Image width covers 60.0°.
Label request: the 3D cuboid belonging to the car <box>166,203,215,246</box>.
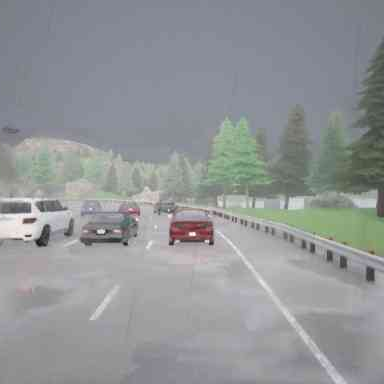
[{"bbox_3d":[-0.093,1.482,15.367,1.882,1.535,5.008,0,0,-3],"label":"car"}]

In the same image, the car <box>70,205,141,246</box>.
[{"bbox_3d":[-3.590,1.560,15.207,2.033,1.411,5.357,0,0,-3],"label":"car"}]

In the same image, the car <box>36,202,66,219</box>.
[{"bbox_3d":[-12.931,1.614,30.778,1.895,1.301,4.718,0,0,-14],"label":"car"}]

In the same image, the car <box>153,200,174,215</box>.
[{"bbox_3d":[-2.744,1.493,33.321,2.128,1.511,4.902,0,0,-14],"label":"car"}]

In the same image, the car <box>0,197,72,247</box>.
[{"bbox_3d":[-7.088,1.255,15.078,2.150,2.045,5.566,0,0,-3],"label":"car"}]

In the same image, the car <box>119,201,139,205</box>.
[{"bbox_3d":[-6.137,1.570,32.464,1.994,1.385,4.181,0,0,-14],"label":"car"}]

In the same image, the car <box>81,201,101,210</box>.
[{"bbox_3d":[-9.530,1.560,31.607,2.033,1.411,5.357,0,0,-14],"label":"car"}]
